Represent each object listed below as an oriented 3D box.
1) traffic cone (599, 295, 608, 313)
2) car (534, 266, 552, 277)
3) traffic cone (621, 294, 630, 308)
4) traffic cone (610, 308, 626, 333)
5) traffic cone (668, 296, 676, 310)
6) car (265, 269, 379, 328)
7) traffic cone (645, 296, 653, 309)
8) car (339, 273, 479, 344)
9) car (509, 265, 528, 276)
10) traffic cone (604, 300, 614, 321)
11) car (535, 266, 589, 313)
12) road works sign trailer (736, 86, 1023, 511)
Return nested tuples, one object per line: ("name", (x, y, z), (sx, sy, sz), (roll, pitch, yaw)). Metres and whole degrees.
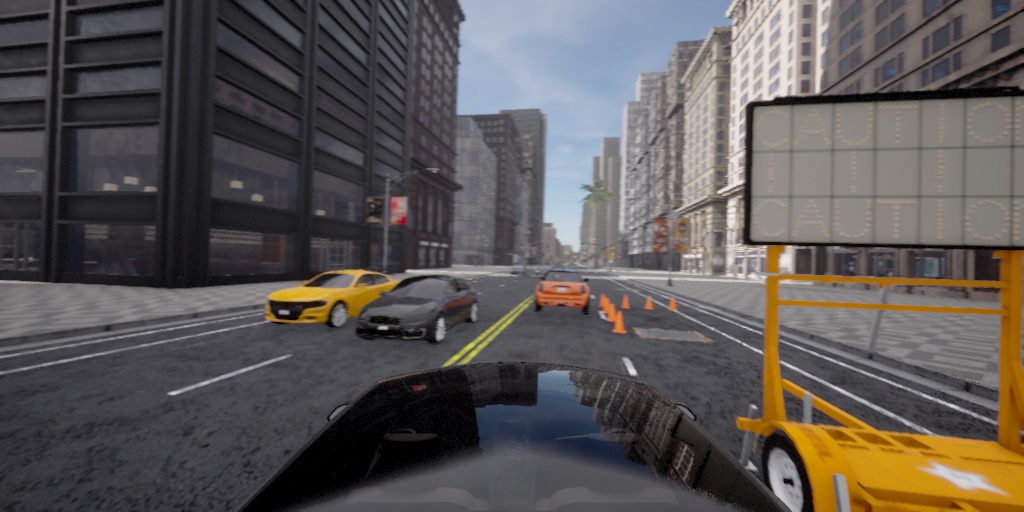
("traffic cone", (3.797, 1.969, 14.386), (0.340, 0.580, 0.340), (0, 0, 10))
("car", (4.174, 1.990, 47.118), (1.994, 1.385, 4.181), (2, -1, 10))
("traffic cone", (5.122, 2.030, 16.187), (0.340, 0.580, 0.340), (0, 0, 10))
("traffic cone", (3.117, 1.902, 10.445), (0.340, 0.580, 0.340), (0, 0, 10))
("traffic cone", (7.092, 2.086, 15.846), (0.340, 0.580, 0.340), (0, 0, 10))
("car", (-5.281, 1.183, 11.438), (1.882, 1.535, 5.008), (2, -1, 10))
("traffic cone", (6.107, 2.058, 16.016), (0.340, 0.580, 0.340), (0, 0, 10))
("car", (-2.262, 1.282, 9.830), (1.837, 1.490, 4.892), (2, -1, 10))
("car", (0.990, 1.885, 47.814), (2.033, 1.411, 5.357), (2, -1, 10))
("traffic cone", (3.457, 1.935, 12.416), (0.340, 0.580, 0.340), (0, 0, 10))
("car", (2.244, 1.334, 15.635), (2.097, 1.767, 4.553), (2, -1, 10))
("road works sign trailer", (3.287, 0.332, 3.313), (2.380, 3.560, 2.880), (0, 0, 10))
